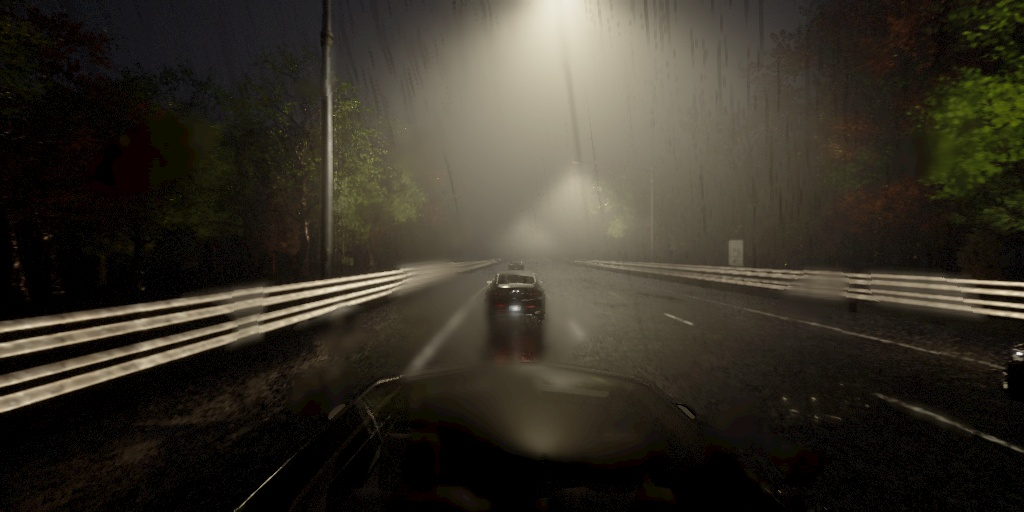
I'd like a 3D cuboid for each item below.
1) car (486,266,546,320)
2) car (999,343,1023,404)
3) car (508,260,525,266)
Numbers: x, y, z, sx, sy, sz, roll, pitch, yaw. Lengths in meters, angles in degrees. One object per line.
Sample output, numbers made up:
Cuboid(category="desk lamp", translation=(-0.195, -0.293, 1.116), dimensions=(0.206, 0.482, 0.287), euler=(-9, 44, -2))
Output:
Cuboid(category="car", translation=(0.137, 1.254, 12.557), dimensions=(1.837, 1.490, 4.892), euler=(0, 0, 0))
Cuboid(category="car", translation=(7.104, 1.242, 2.433), dimensions=(2.128, 1.511, 4.902), euler=(0, 0, 0))
Cuboid(category="car", translation=(0.542, 1.237, 44.282), dimensions=(2.128, 1.511, 4.902), euler=(0, 0, 1))
